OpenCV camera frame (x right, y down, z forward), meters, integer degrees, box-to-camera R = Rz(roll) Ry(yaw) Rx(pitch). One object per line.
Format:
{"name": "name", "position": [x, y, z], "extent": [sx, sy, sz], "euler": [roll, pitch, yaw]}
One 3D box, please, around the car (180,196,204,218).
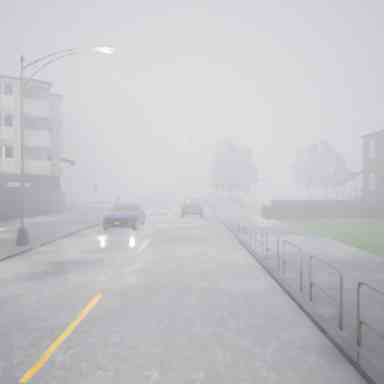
{"name": "car", "position": [0.032, 1.355, 28.327], "extent": [2.128, 1.511, 4.902], "euler": [0, 0, 0]}

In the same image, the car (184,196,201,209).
{"name": "car", "position": [0.084, 1.281, 43.762], "extent": [2.128, 1.511, 4.902], "euler": [0, 0, 1]}

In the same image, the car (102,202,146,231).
{"name": "car", "position": [-3.989, 1.384, 20.183], "extent": [1.882, 1.535, 5.008], "euler": [0, 0, 0]}
